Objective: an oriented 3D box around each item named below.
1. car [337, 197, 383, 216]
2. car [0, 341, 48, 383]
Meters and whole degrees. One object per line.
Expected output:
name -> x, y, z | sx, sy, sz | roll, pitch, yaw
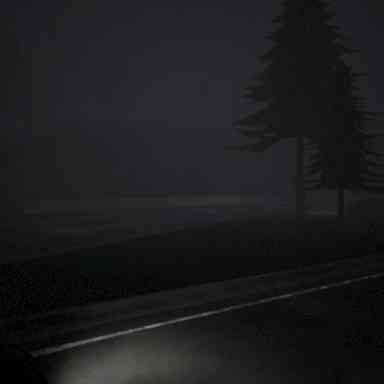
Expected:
car -> 14.918, 1.242, 28.130 | 4.892, 1.490, 1.837 | 0, -1, 40
car -> -3.137, 1.501, 1.308 | 4.892, 1.490, 1.837 | -1, 0, -38
